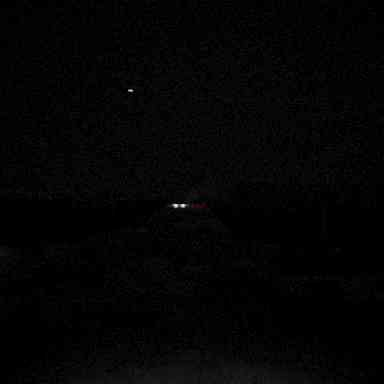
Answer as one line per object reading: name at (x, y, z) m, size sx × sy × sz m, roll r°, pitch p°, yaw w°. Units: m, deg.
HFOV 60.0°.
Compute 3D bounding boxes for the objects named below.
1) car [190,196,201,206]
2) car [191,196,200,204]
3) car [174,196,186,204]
car at (0.586, 1.427, 54.179) m, size 2.128 × 1.511 × 4.902 m, roll 0°, pitch 0°, yaw 1°
car at (0.694, 1.455, 64.217) m, size 1.812 × 1.442 × 4.674 m, roll 0°, pitch 0°, yaw 1°
car at (-2.110, 1.488, 59.239) m, size 1.994 × 1.385 × 4.181 m, roll 0°, pitch 0°, yaw 1°
